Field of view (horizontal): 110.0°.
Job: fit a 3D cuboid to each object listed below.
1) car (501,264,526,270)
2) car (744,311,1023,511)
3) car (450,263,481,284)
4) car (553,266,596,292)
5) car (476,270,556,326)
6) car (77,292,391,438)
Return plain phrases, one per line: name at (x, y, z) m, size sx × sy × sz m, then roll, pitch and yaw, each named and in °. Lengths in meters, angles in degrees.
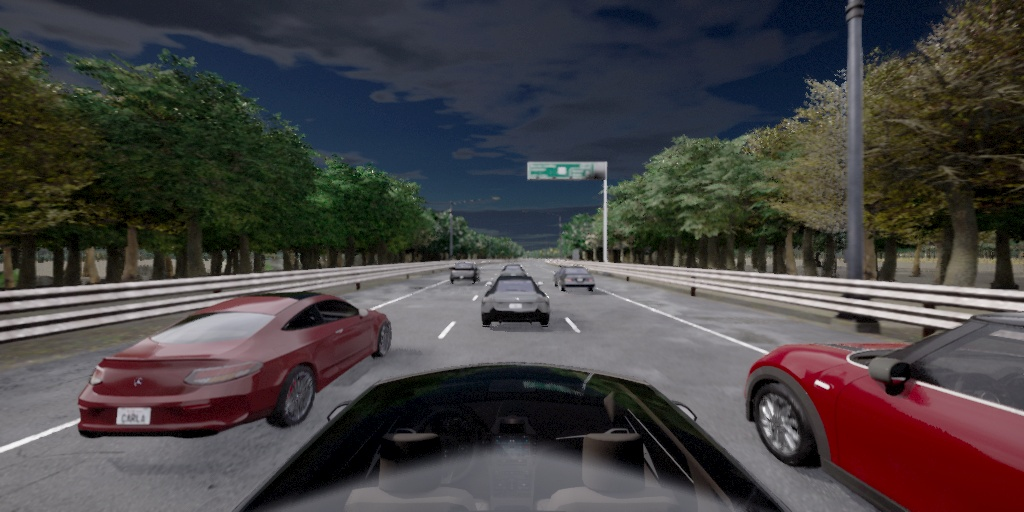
car at (0.091, 1.316, 27.341) m, size 1.994 × 1.385 × 4.181 m, roll 0°, pitch 0°, yaw 0°
car at (3.594, 1.102, 2.059) m, size 2.097 × 1.767 × 4.553 m, roll 0°, pitch 0°, yaw 0°
car at (-3.409, 1.244, 26.760) m, size 2.128 × 1.511 × 4.902 m, roll 0°, pitch 0°, yaw 0°
car at (3.592, 1.297, 21.452) m, size 2.033 × 1.411 × 5.357 m, roll 0°, pitch 0°, yaw 0°
car at (0.097, 1.312, 11.638) m, size 1.994 × 1.385 × 4.181 m, roll 0°, pitch 0°, yaw 0°
car at (-3.403, 1.275, 5.526) m, size 1.812 × 1.442 × 4.674 m, roll 0°, pitch 0°, yaw 0°
